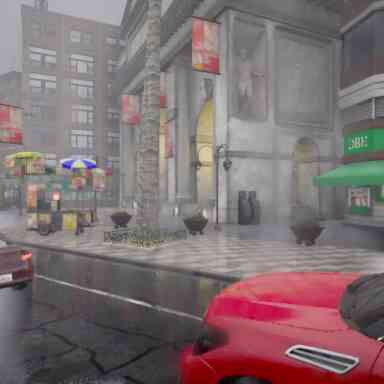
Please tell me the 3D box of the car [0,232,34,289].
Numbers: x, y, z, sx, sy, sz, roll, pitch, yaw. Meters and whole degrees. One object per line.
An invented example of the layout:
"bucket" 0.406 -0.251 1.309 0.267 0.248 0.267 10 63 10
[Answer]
"car" -5.544 1.526 7.821 4.674 1.442 1.812 0 0 35

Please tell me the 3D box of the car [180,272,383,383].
"car" 2.533 1.219 2.083 5.566 2.045 2.150 0 0 36
